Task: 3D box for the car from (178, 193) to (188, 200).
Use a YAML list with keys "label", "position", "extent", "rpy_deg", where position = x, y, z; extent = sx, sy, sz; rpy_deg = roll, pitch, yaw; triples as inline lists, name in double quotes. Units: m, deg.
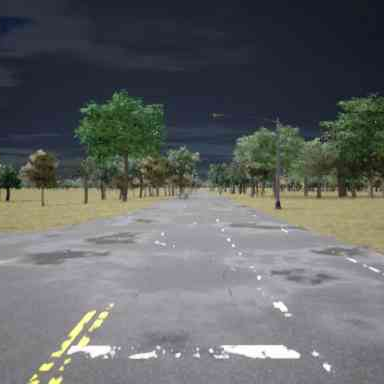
- label: "car"
  position: [-1.924, 0.921, 69.467]
  extent: [2.128, 1.511, 4.902]
  rpy_deg: [0, 1, 2]
